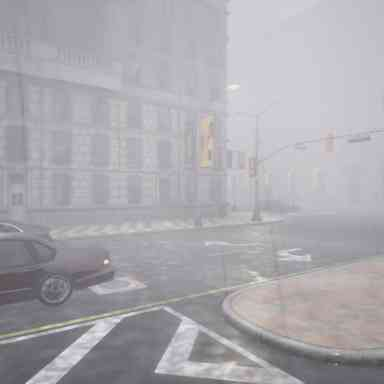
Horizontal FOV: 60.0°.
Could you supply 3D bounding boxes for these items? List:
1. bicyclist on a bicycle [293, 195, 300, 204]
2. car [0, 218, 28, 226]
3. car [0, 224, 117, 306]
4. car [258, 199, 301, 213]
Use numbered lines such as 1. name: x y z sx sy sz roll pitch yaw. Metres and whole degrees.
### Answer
1. bicyclist on a bicycle: 17.958 1.300 57.135 1.656 1.620 0.582 0 0 -35
2. car: -6.449 1.492 9.282 4.902 1.511 2.128 0 0 -37
3. car: -4.260 1.547 6.498 5.357 1.411 2.033 0 0 -34
4. car: 9.601 1.547 37.652 2.033 1.411 5.357 0 0 -35
